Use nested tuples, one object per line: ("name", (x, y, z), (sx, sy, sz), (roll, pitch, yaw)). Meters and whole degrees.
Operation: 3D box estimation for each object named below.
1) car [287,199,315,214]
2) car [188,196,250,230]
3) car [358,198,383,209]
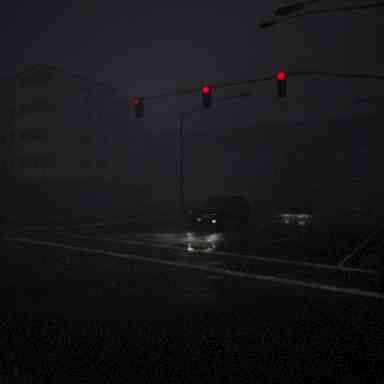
("car", (12.175, 1.570, 37.000), (1.882, 1.535, 5.008), (-1, 0, 37))
("car", (1.959, 1.300, 22.262), (2.150, 2.045, 5.566), (0, 0, 34))
("car", (26.151, 1.553, 46.946), (5.357, 1.411, 2.033), (0, 0, -15))
